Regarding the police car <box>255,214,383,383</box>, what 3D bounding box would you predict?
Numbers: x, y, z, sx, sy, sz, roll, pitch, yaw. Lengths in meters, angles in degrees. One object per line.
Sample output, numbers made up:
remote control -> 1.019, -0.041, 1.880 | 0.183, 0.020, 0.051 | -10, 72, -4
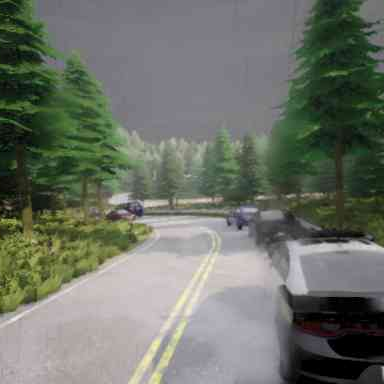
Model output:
police car -> 2.194, 1.402, 5.466 | 1.930, 1.638, 5.238 | -2, -1, 9

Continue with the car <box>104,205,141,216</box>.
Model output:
car -> -8.165, 2.723, 37.767 | 1.812, 1.442, 4.674 | -7, 0, -41

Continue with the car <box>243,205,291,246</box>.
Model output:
car -> 3.682, 1.497, 15.479 | 1.882, 1.535, 5.008 | -3, 0, 4

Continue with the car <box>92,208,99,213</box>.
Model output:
car -> -14.751, 3.225, 52.326 | 2.097, 1.767, 4.553 | -4, -1, -12

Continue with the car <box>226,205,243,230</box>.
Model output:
car -> 3.544, 1.598, 21.987 | 1.812, 1.442, 4.674 | -4, 0, -7

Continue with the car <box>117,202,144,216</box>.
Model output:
car -> -8.545, 2.401, 42.787 | 2.150, 2.045, 5.566 | -7, 0, -45
